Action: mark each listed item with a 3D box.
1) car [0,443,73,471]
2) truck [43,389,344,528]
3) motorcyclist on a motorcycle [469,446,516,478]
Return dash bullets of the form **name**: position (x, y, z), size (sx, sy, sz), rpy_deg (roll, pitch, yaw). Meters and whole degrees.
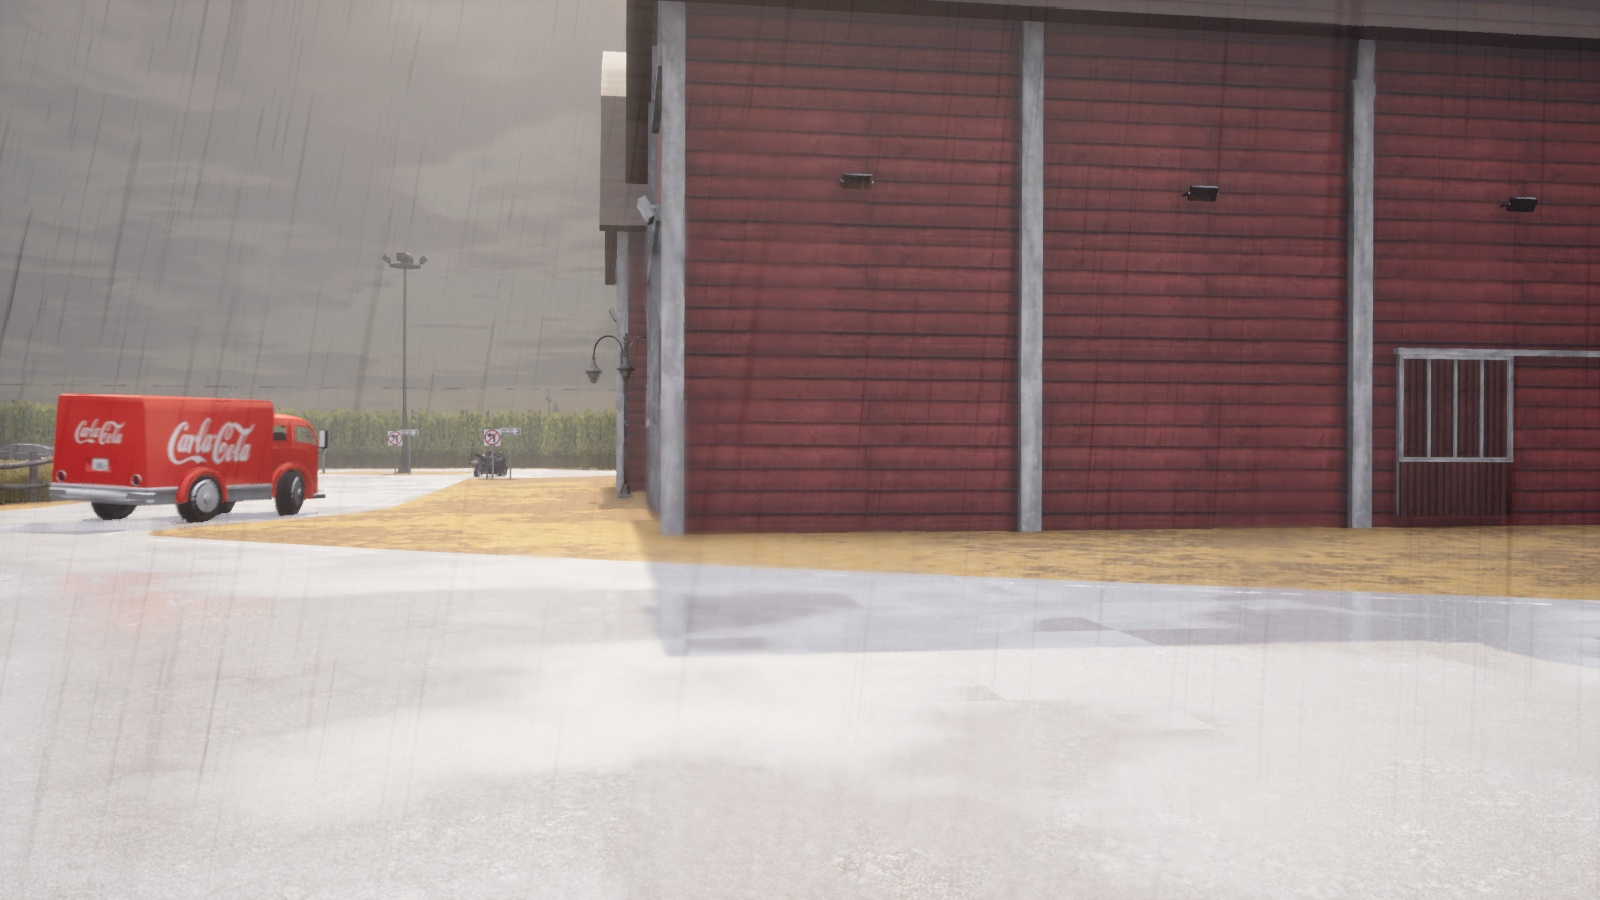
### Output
- **car**: position (-41.837, 0.362, 67.042), size (4.892, 1.490, 1.837), rpy_deg (0, 0, -8)
- **truck**: position (-12.230, 0.138, 25.822), size (2.627, 2.467, 5.204), rpy_deg (2, 1, 18)
- **motorcyclist on a motorcycle**: position (-14.877, 0.564, 60.758), size (0.866, 1.530, 2.191), rpy_deg (1, 0, 32)
